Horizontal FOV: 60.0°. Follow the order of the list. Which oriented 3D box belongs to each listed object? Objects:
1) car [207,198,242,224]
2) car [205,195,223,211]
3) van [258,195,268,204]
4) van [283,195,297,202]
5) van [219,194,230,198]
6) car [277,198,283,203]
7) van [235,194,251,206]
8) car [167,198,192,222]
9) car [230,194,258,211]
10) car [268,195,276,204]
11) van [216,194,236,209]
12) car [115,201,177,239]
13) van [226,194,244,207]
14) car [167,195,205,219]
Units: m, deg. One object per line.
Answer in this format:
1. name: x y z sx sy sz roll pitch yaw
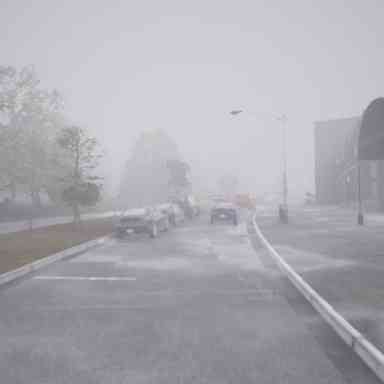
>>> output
1. car: 2.529 1.483 25.082 1.882 1.535 5.008 0 0 10
2. car: 1.864 1.543 39.663 1.946 1.575 5.366 -3 0 17
3. van: 14.195 1.583 70.709 1.878 1.987 4.442 -3 -1 26
4. van: 25.926 1.776 89.682 1.878 1.987 4.442 -2 -1 34
5. van: 3.409 1.349 44.961 1.878 1.987 4.442 -3 0 15
6. car: 19.743 1.957 80.277 2.002 1.452 4.674 -2 -1 31
7. van: 9.303 1.472 60.650 1.878 1.987 4.442 -3 -1 22
8. car: -1.725 1.508 23.089 2.231 1.521 4.892 -3 0 9
9. car: 6.683 1.264 42.421 2.150 2.045 5.566 -1 0 17
10. car: 16.867 1.614 75.519 2.435 2.045 5.566 -2 -1 28
11. van: 5.198 1.384 50.262 1.878 1.987 4.442 -3 -1 20
12. car: -2.506 1.502 17.553 2.231 1.521 4.892 -3 0 8
13. van: 7.168 1.425 55.495 1.878 1.987 4.442 -3 -1 21
14. car: -0.756 1.263 28.631 2.435 2.045 5.566 -3 0 11
